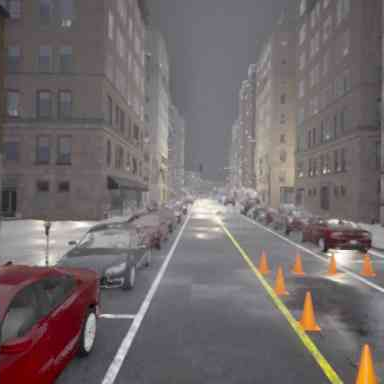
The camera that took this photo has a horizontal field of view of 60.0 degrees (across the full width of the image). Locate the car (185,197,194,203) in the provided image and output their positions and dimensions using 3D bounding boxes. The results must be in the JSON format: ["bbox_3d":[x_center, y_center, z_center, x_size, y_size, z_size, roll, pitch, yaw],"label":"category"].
[{"bbox_3d":[-0.510,1.977,80.966,2.008,1.369,4.403,1,0,1],"label":"car"}]

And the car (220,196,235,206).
[{"bbox_3d":[7.227,1.782,64.274,2.192,1.841,5.009,1,0,1],"label":"car"}]

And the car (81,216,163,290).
[{"bbox_3d":[-2.136,1.565,9.007,2.008,1.369,4.403,1,0,1],"label":"car"}]

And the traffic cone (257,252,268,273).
[{"bbox_3d":[2.094,2.044,9.730,0.340,0.580,0.340,1,0,1],"label":"traffic cone"}]

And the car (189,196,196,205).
[{"bbox_3d":[-0.763,1.679,69.963,2.192,1.841,5.009,1,0,1],"label":"car"}]

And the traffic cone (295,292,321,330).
[{"bbox_3d":[2.002,2.021,5.731,0.340,0.580,0.340,1,0,1],"label":"traffic cone"}]

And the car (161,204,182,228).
[{"bbox_3d":[-1.875,1.646,20.369,1.947,1.339,4.313,1,0,1],"label":"car"}]

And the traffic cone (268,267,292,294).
[{"bbox_3d":[2.048,2.033,7.731,0.340,0.580,0.340,1,0,1],"label":"traffic cone"}]

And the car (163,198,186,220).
[{"bbox_3d":[-1.742,1.553,26.050,1.967,1.590,4.097,1,0,1],"label":"car"}]

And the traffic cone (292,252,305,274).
[{"bbox_3d":[3.094,2.061,9.707,0.340,0.580,0.340,1,0,1],"label":"traffic cone"}]

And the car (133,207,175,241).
[{"bbox_3d":[-2.005,1.592,14.688,1.887,1.381,4.507,1,0,1],"label":"car"}]

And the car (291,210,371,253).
[{"bbox_3d":[6.017,1.725,14.503,1.887,1.381,4.507,1,0,1],"label":"car"}]

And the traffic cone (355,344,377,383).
[{"bbox_3d":[1.956,2.009,3.732,0.340,0.580,0.340,1,0,1],"label":"traffic cone"}]

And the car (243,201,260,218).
[{"bbox_3d":[6.408,1.830,31.545,2.008,1.369,4.403,1,0,1],"label":"car"}]

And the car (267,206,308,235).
[{"bbox_3d":[6.149,1.654,20.185,1.967,1.590,4.097,1,0,1],"label":"car"}]

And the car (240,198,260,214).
[{"bbox_3d":[6.542,1.627,37.227,2.192,1.841,5.009,1,0,1],"label":"car"}]

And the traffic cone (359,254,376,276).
[{"bbox_3d":[5.093,2.094,9.661,0.340,0.580,0.340,1,0,1],"label":"traffic cone"}]

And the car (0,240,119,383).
[{"bbox_3d":[-2.266,1.526,3.326,1.887,1.381,4.507,1,0,1],"label":"car"}]

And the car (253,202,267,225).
[{"bbox_3d":[6.278,1.791,25.865,1.887,1.381,4.507,1,0,1],"label":"car"}]

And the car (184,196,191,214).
[{"bbox_3d":[-1.482,1.619,37.411,1.967,1.590,4.097,1,0,1],"label":"car"}]

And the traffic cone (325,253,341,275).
[{"bbox_3d":[4.093,2.077,9.684,0.340,0.580,0.340,1,0,1],"label":"traffic cone"}]
